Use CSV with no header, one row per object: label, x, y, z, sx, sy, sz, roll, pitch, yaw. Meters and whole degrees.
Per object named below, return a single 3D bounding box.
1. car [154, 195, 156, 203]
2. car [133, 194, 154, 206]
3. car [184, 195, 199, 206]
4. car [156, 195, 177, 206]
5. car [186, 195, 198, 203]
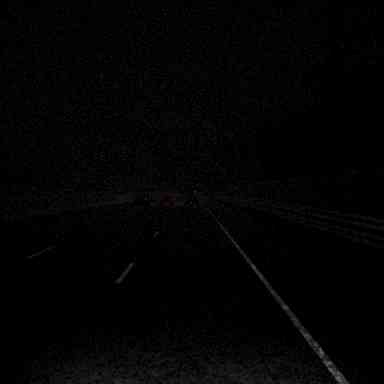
car,-7.031,1.252,58.083,1.994,1.385,4.181,0,0,0
car,-7.033,1.035,47.075,2.097,1.767,4.553,0,0,0
car,-0.032,1.190,47.131,1.837,1.490,4.892,0,0,0
car,-3.529,1.190,46.995,1.837,1.490,4.892,0,0,0
car,-0.026,1.253,58.674,1.994,1.385,4.181,0,0,0
